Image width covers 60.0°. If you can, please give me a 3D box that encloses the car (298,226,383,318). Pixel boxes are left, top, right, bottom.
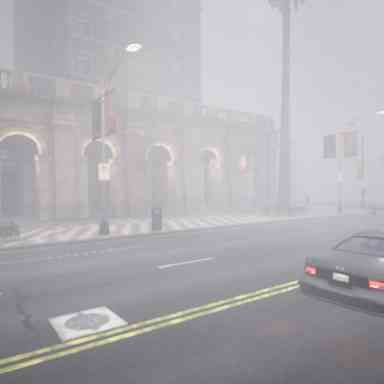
[{"bbox_3d":[4.528,1.443,6.999,5.357,1.411,2.033,-1,1,-35],"label":"car"}]

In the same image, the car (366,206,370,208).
[{"bbox_3d":[13.822,0.826,22.431,5.357,1.411,2.033,-1,1,-36],"label":"car"}]
